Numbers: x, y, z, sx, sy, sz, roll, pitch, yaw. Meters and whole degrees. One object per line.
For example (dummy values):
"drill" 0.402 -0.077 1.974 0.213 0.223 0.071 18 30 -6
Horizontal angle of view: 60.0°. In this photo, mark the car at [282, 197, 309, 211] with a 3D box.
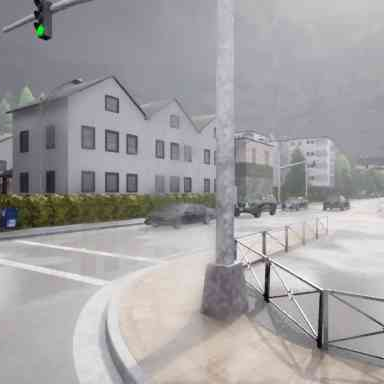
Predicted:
"car" 11.545 1.304 37.088 2.128 1.511 4.902 0 0 36

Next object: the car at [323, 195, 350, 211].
"car" 16.387 1.164 37.606 2.097 1.767 4.553 0 0 35

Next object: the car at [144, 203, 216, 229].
"car" -0.490 1.360 20.195 2.033 1.411 5.357 0 0 35

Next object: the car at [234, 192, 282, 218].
"car" 5.476 1.034 28.607 2.150 2.045 5.566 0 0 35
